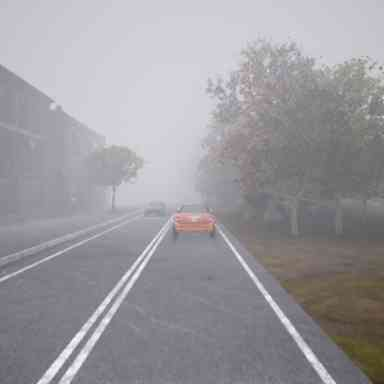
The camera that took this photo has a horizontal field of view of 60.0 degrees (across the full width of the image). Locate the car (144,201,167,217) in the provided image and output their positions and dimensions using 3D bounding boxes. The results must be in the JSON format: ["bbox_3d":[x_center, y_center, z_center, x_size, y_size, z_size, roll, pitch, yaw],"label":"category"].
[{"bbox_3d":[-3.353,1.543,31.647,2.033,1.411,5.357,0,0,0],"label":"car"}]

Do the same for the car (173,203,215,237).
[{"bbox_3d":[0.097,1.350,18.101,2.097,1.767,4.553,0,0,0],"label":"car"}]
